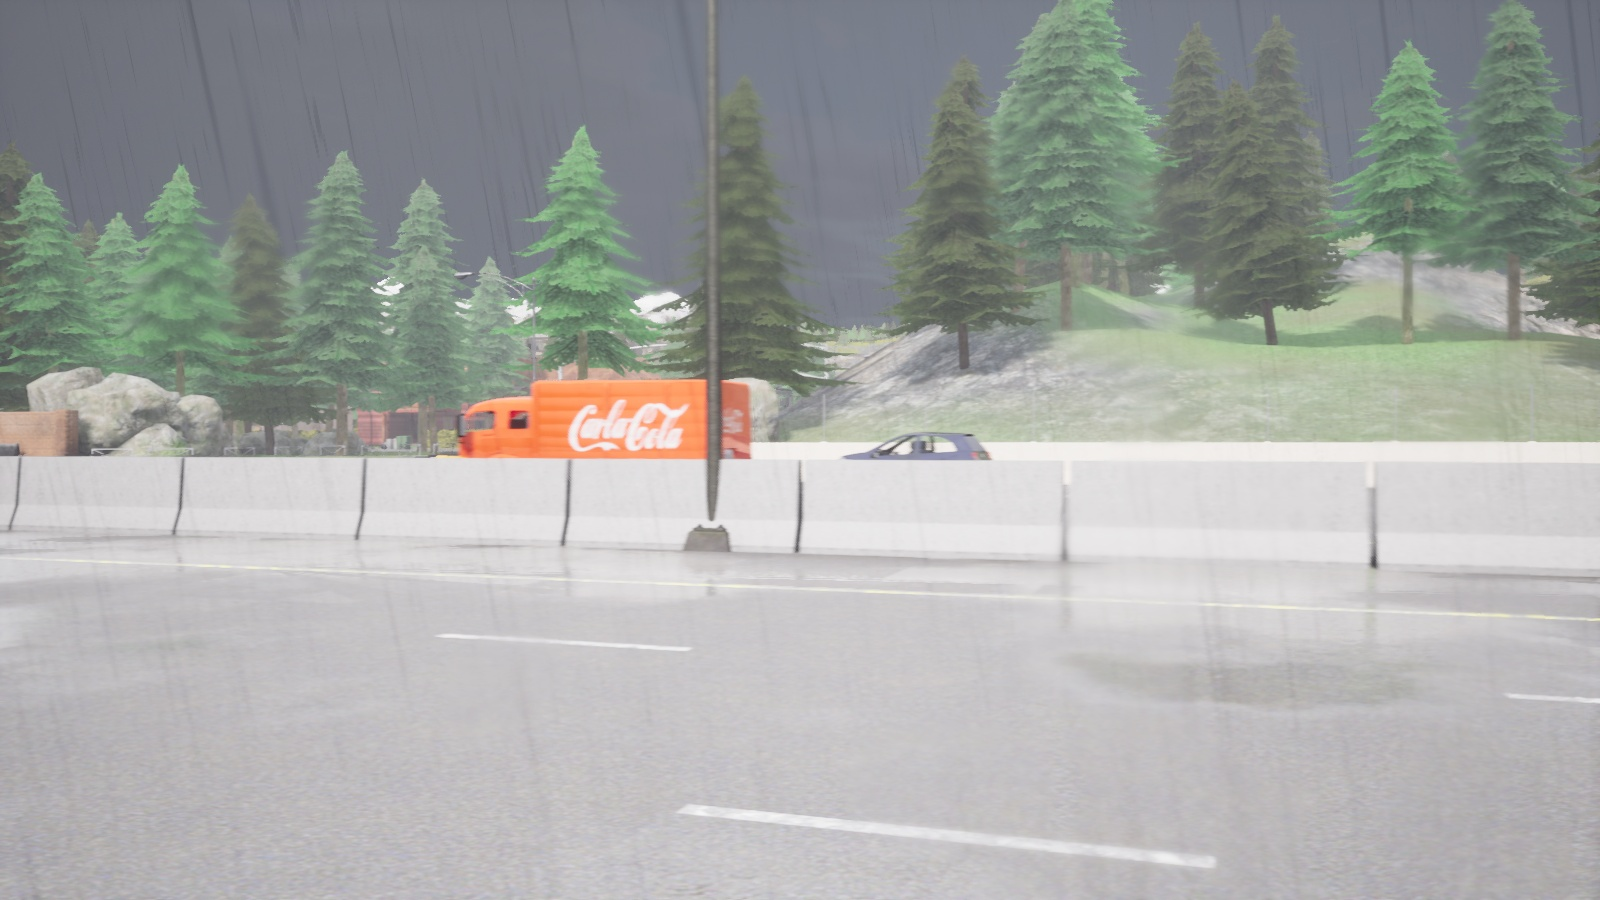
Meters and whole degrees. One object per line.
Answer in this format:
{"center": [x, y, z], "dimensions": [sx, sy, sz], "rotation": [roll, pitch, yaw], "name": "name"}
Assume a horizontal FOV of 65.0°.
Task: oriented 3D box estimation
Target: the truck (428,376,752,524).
{"center": [-3.788, -0.042, 22.923], "dimensions": [5.204, 2.467, 2.627], "rotation": [1, 1, 19], "name": "truck"}

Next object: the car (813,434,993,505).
{"center": [2.327, 0.398, 28.190], "dimensions": [3.633, 1.501, 1.845], "rotation": [1, 1, 22], "name": "car"}
